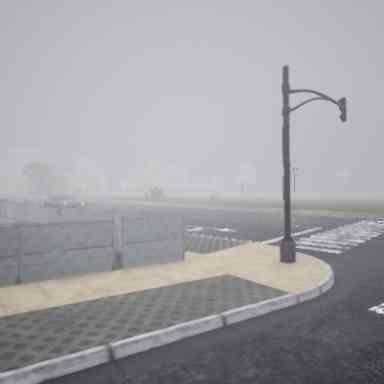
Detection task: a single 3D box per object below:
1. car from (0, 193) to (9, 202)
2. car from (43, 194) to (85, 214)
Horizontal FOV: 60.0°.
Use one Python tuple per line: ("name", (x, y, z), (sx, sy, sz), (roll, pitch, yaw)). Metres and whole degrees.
("car", (-25.413, 0.858, 43.222), (5.008, 1.535, 1.882), (1, 2, 44))
("car", (-11.568, 0.989, 30.029), (4.553, 1.767, 2.097), (1, 2, 43))
